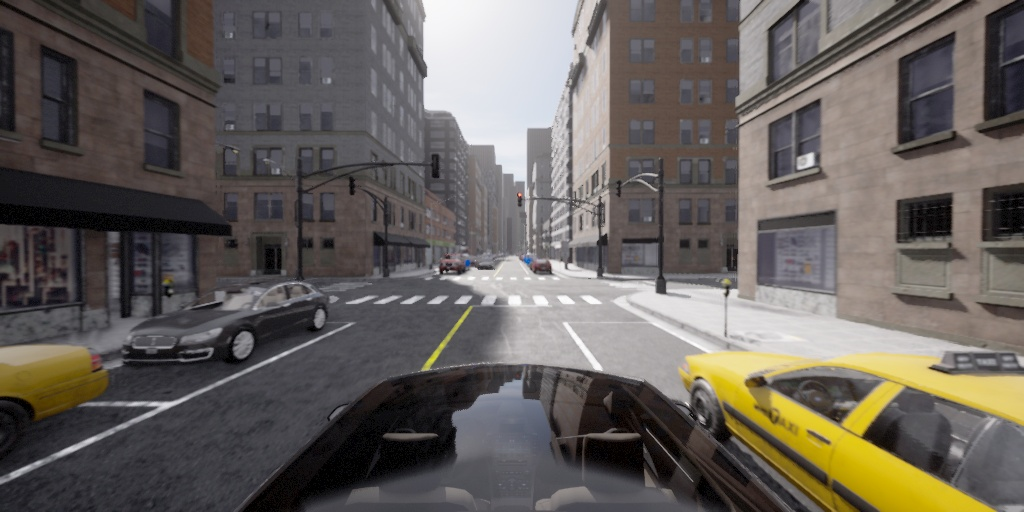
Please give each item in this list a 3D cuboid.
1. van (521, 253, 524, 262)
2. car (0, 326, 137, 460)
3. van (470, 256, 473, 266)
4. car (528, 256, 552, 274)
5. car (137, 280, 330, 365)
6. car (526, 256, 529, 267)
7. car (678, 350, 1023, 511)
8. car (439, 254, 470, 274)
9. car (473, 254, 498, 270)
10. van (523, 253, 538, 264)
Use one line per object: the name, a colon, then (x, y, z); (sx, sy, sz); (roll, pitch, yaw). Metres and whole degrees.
van: (2.869, 0.450, 62.103); (1.690, 1.789, 3.998); (0, 0, 0)
car: (-5.668, 1.269, 2.132); (1.751, 1.417, 4.829); (0, 0, 0)
van: (-5.661, 0.682, 40.100); (1.690, 1.789, 3.998); (0, 0, 0)
car: (2.864, 0.944, 34.597); (1.888, 1.381, 4.507); (0, 0, 0)
car: (-5.667, 1.234, 7.827); (2.007, 1.370, 4.403); (0, 0, 0)
car: (2.865, 0.907, 40.098); (1.948, 1.339, 4.313); (0, 0, 0)
car: (2.858, 1.269, 2.470); (1.751, 1.417, 4.829); (0, 0, 0)
car: (-5.662, 0.713, 34.600); (2.192, 1.841, 5.009); (0, 0, 0)
car: (-2.993, 0.889, 41.315); (1.837, 1.490, 4.892); (0, 2, 0)
van: (2.867, 0.566, 51.101); (1.690, 1.789, 3.998); (0, 0, 0)
